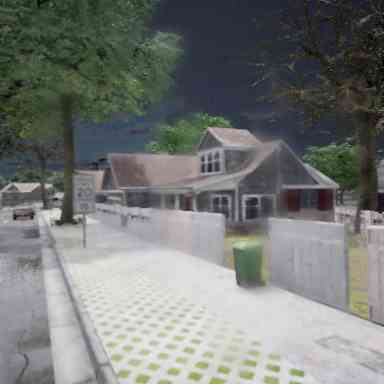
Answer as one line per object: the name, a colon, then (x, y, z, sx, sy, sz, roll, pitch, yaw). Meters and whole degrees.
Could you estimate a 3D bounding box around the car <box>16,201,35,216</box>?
car: (-21.818, 2.153, 43.650, 2.097, 1.767, 4.553, -1, -1, -25)

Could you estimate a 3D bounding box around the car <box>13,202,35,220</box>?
car: (-17.556, 2.083, 34.710, 2.128, 1.511, 4.902, -1, -1, -25)
